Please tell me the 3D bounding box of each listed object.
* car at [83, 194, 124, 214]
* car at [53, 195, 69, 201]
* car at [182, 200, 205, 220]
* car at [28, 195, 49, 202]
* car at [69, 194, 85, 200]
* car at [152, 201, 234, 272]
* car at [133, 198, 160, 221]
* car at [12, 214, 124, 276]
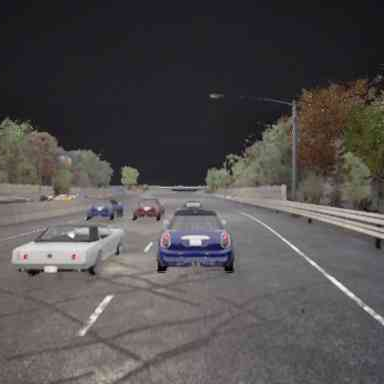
[{"bbox_3d":[-6.909,1.294,27.042,2.097,1.767,4.553,0,0,0],"label":"car"},{"bbox_3d":[-24.518,1.378,63.034,1.882,1.535,5.008,0,0,0],"label":"car"},{"bbox_3d":[0.092,1.466,28.396,1.812,1.442,4.674,0,0,0],"label":"car"},{"bbox_3d":[-28.025,1.253,60.690,2.097,1.767,4.553,0,0,0],"label":"car"},{"bbox_3d":[-21.022,1.258,63.265,2.097,1.767,4.553,0,0,0],"label":"car"},{"bbox_3d":[0.095,1.326,10.803,2.097,1.767,4.553,0,0,0],"label":"car"},{"bbox_3d":[-3.409,1.294,27.014,2.097,1.767,4.553,0,0,0],"label":"car"},{"bbox_3d":[-3.404,1.576,10.251,1.895,1.301,4.718,0,0,0],"label":"car"}]
